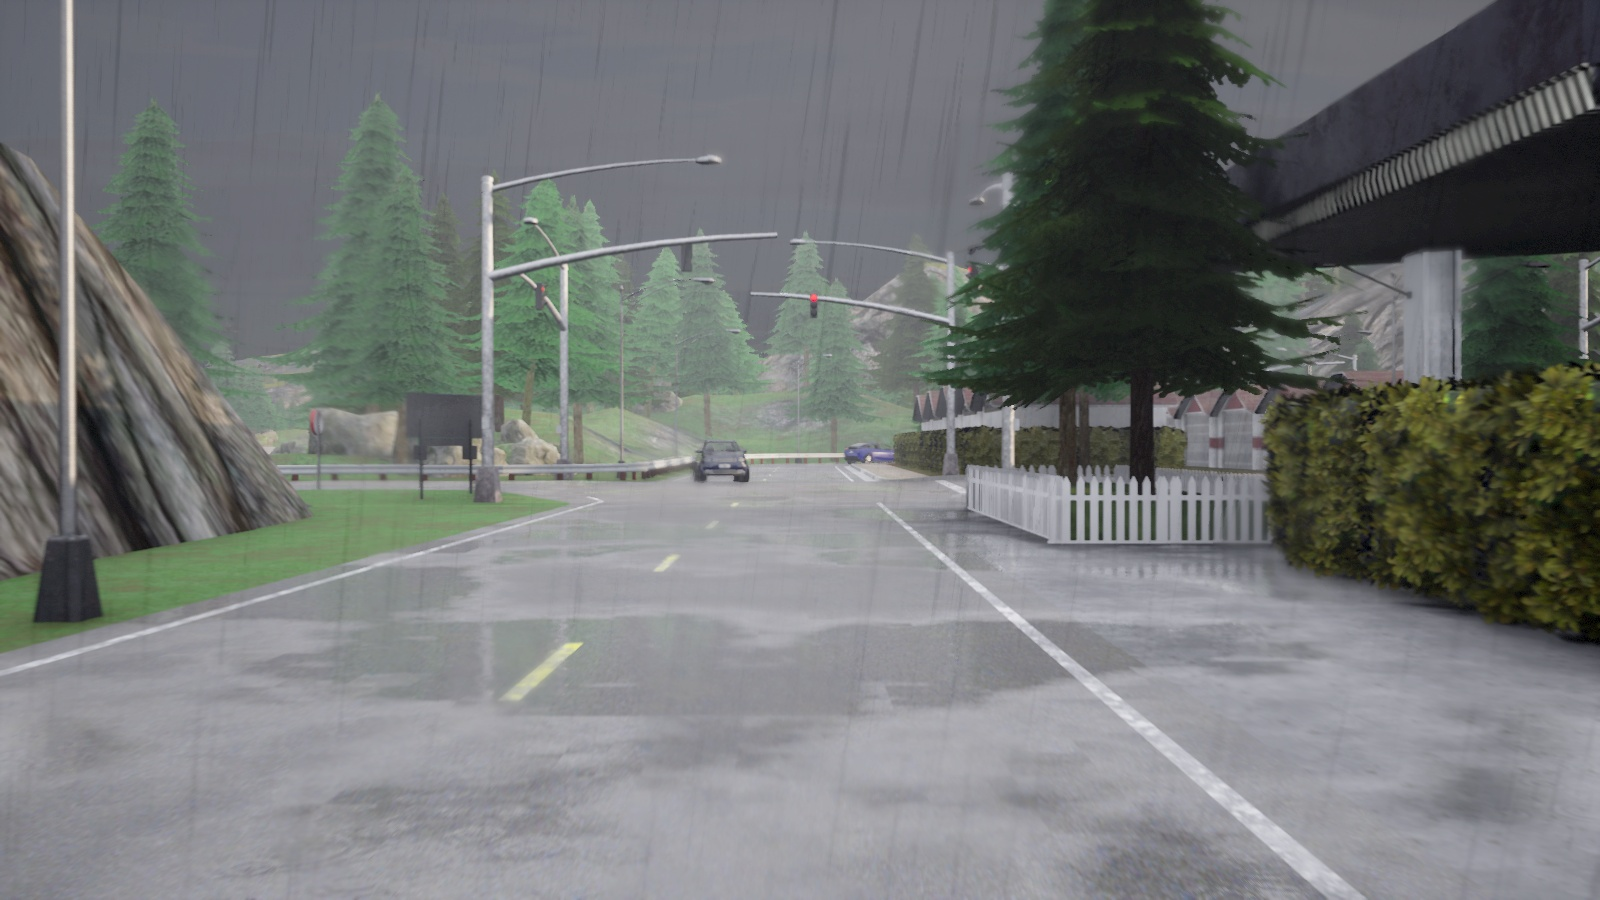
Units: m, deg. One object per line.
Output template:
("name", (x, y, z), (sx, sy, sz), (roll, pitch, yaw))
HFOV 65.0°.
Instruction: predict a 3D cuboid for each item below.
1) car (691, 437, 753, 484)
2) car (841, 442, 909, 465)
("car", (-2.772, 0.391, 43.860), (1.789, 1.549, 3.705), (0, -1, -9))
("car", (5.163, 0.198, 85.911), (4.514, 1.525, 2.007), (0, 0, -39))
